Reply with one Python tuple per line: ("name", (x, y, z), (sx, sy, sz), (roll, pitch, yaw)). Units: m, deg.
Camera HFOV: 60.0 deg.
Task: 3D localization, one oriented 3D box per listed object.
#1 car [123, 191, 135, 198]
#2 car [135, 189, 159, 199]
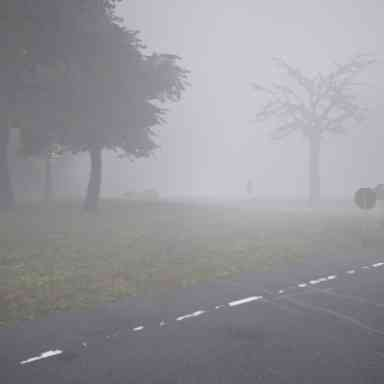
("car", (-11.718, 0.462, 64.760), (2.128, 1.511, 4.902), (2, -1, -36))
("car", (-7.742, 0.348, 59.347), (2.097, 1.767, 4.553), (2, -1, -35))
